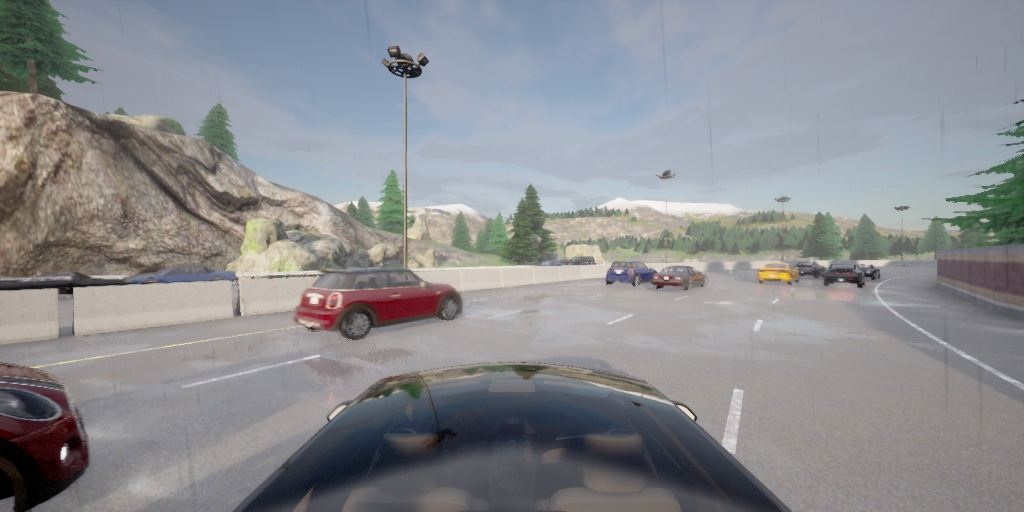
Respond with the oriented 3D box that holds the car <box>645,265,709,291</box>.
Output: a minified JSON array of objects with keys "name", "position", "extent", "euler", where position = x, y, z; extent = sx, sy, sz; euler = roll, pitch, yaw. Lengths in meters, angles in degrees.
[{"name":"car","position":[10.449,1.297,22.128],"extent":[2.033,1.411,5.357],"euler":[0,0,43]}]

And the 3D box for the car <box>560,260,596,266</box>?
[{"name":"car","position":[7.860,1.351,39.577],"extent":[4.718,1.301,1.895],"euler":[0,0,-43]}]

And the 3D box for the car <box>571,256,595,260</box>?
[{"name":"car","position":[9.527,1.011,50.435],"extent":[5.566,2.045,2.150],"euler":[0,0,-40]}]

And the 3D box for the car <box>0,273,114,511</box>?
[{"name":"car","position":[-5.279,1.103,1.467],"extent":[2.097,1.767,4.553],"euler":[0,0,32]}]

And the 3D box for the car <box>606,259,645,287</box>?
[{"name":"car","position":[8.408,1.101,24.966],"extent":[2.097,1.767,4.553],"euler":[0,0,43]}]

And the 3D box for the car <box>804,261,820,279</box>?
[{"name":"car","position":[27.584,1.241,33.275],"extent":[4.902,1.511,2.128],"euler":[0,0,-39]}]

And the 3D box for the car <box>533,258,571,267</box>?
[{"name":"car","position":[4.283,1.275,41.004],"extent":[4.674,1.442,1.812],"euler":[0,0,-44]}]

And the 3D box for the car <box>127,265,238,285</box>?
[{"name":"car","position":[-20.785,1.297,22.721],"extent":[2.033,1.411,5.357],"euler":[0,0,35]}]

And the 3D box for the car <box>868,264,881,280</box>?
[{"name":"car","position":[30.344,1.351,31.028],"extent":[4.718,1.301,1.895],"euler":[0,0,-39]}]

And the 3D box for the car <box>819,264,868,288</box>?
[{"name":"car","position":[22.427,1.255,24.169],"extent":[4.892,1.490,1.837],"euler":[0,0,-43]}]

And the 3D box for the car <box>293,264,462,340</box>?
[{"name":"car","position":[-3.526,1.101,10.342],"extent":[2.097,1.767,4.553],"euler":[0,0,35]}]

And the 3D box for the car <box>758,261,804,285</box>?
[{"name":"car","position":[19.667,1.228,26.372],"extent":[5.008,1.535,1.882],"euler":[0,0,-44]}]

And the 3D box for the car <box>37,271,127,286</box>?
[{"name":"car","position":[-21.048,1.351,16.118],"extent":[1.895,1.301,4.718],"euler":[0,0,34]}]
